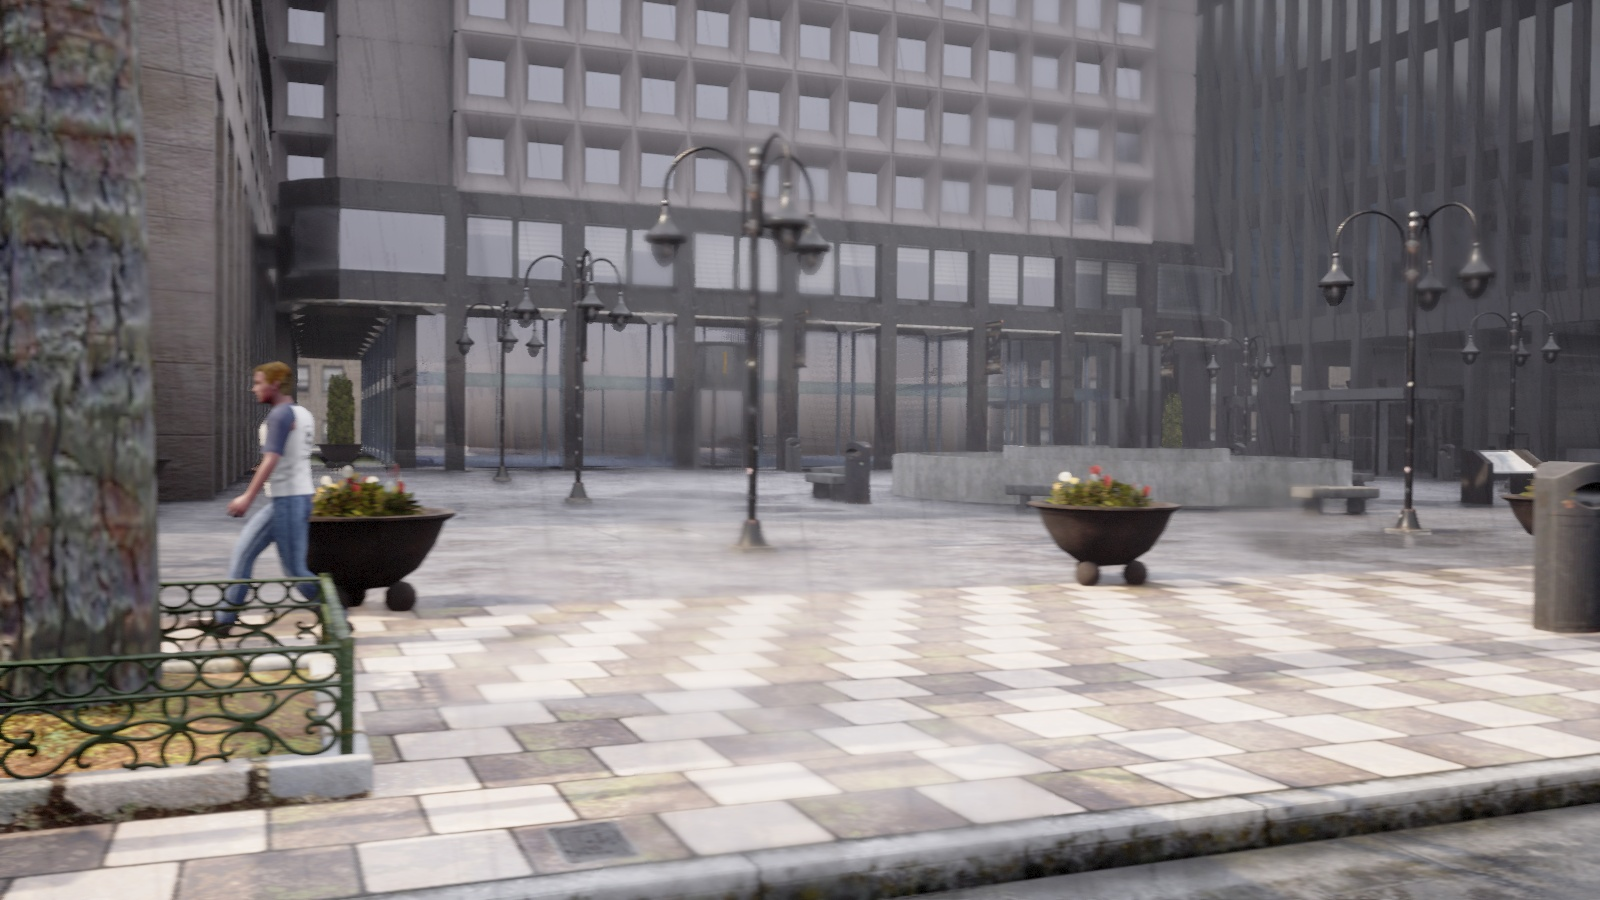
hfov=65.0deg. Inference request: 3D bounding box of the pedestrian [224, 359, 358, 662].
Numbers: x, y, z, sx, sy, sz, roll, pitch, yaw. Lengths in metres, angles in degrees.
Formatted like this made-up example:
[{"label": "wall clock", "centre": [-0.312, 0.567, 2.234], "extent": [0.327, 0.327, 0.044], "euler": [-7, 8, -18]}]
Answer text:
[{"label": "pedestrian", "centre": [-3.172, 0.361, 7.862], "extent": [0.706, 1.836, 0.354], "euler": [-1, 1, -14]}]
